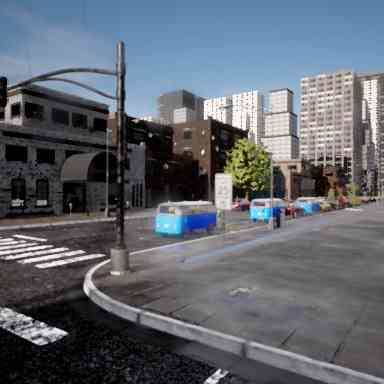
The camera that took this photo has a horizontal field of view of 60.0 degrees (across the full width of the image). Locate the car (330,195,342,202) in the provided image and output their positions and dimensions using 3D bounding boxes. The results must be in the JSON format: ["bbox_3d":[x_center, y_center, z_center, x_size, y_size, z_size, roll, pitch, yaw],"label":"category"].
[{"bbox_3d":[37.265,1.712,85.848,1.967,1.590,4.097,0,0,35],"label":"car"}]

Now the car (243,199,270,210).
[{"bbox_3d":[8.784,1.628,45.125,1.887,1.381,4.507,0,0,35],"label":"car"}]

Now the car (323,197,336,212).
[{"bbox_3d":[15.738,1.671,40.446,1.752,1.417,4.829,0,0,35],"label":"car"}]

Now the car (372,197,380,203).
[{"bbox_3d":[44.123,1.899,81.031,1.947,1.339,4.313,0,0,35],"label":"car"}]

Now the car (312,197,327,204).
[{"bbox_3d":[27.674,1.728,72.134,1.752,1.417,4.829,0,0,35],"label":"car"}]

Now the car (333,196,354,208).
[{"bbox_3d":[21.971,1.497,49.357,2.192,1.841,5.009,0,0,35],"label":"car"}]

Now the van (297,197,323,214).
[{"bbox_3d":[12.477,1.468,35.781,1.690,1.788,3.998,0,0,35],"label":"van"}]

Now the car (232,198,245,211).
[{"bbox_3d":[5.620,1.506,40.600,1.967,1.590,4.097,0,0,35],"label":"car"}]

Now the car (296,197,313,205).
[{"bbox_3d":[21.442,1.705,63.223,1.887,1.381,4.507,0,0,35],"label":"car"}]

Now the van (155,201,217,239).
[{"bbox_3d":[-0.182,1.406,17.682,1.690,1.788,3.998,0,0,35],"label":"van"}]

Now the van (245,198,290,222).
[{"bbox_3d":[6.148,1.435,26.732,1.690,1.788,3.998,0,0,35],"label":"van"}]

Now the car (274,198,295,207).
[{"bbox_3d":[15.113,1.665,54.174,1.887,1.381,4.507,0,0,35],"label":"car"}]

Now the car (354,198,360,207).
[{"bbox_3d":[25.136,1.516,53.882,2.192,1.841,5.009,0,0,35],"label":"car"}]

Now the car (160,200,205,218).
[{"bbox_3d":[-0.808,1.557,31.410,1.752,1.417,4.829,0,0,35],"label":"car"}]

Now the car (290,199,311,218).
[{"bbox_3d":[9.311,1.655,31.256,1.887,1.381,4.507,0,0,35],"label":"car"}]

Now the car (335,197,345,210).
[{"bbox_3d":[18.805,1.729,44.831,1.947,1.339,4.313,0,0,35],"label":"car"}]

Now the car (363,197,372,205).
[{"bbox_3d":[34.628,1.810,67.456,1.887,1.381,4.507,0,0,35],"label":"car"}]

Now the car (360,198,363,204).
[{"bbox_3d":[28.397,1.748,58.546,1.752,1.417,4.829,0,0,35],"label":"car"}]

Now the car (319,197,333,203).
[{"bbox_3d":[30.935,1.792,76.798,1.947,1.339,4.313,0,0,35],"label":"car"}]
